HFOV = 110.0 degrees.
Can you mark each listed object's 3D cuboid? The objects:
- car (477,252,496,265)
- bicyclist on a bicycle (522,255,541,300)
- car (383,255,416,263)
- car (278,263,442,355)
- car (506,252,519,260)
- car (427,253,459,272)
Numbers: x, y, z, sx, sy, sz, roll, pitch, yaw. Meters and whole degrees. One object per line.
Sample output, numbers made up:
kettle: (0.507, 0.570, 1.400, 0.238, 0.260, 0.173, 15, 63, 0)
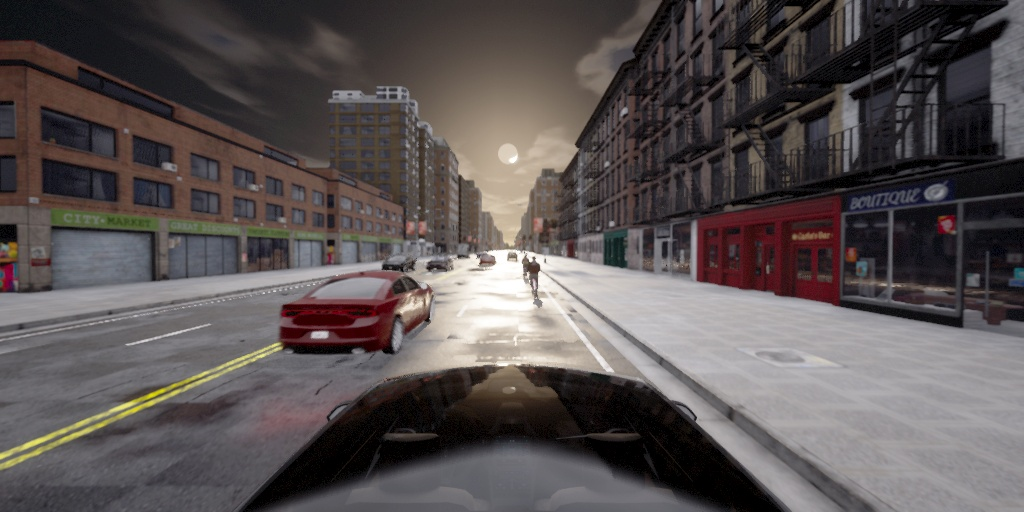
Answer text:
car: (-3.137, 0.395, 47.296, 1.994, 1.385, 4.181, 0, 1, 0)
bicyclist on a bicycle: (0.898, 0.861, 14.820, 0.659, 1.776, 1.843, 0, 1, 0)
car: (-9.836, 0.634, 31.504, 1.882, 1.535, 5.008, 0, 1, 0)
car: (-3.148, 1.097, 8.346, 1.882, 1.535, 5.008, 0, 1, 0)
car: (0.078, 0.003, 63.376, 1.837, 1.490, 4.892, 0, 2, 0)
car: (-6.587, 0.665, 33.376, 2.033, 1.411, 5.357, 0, 1, 0)
